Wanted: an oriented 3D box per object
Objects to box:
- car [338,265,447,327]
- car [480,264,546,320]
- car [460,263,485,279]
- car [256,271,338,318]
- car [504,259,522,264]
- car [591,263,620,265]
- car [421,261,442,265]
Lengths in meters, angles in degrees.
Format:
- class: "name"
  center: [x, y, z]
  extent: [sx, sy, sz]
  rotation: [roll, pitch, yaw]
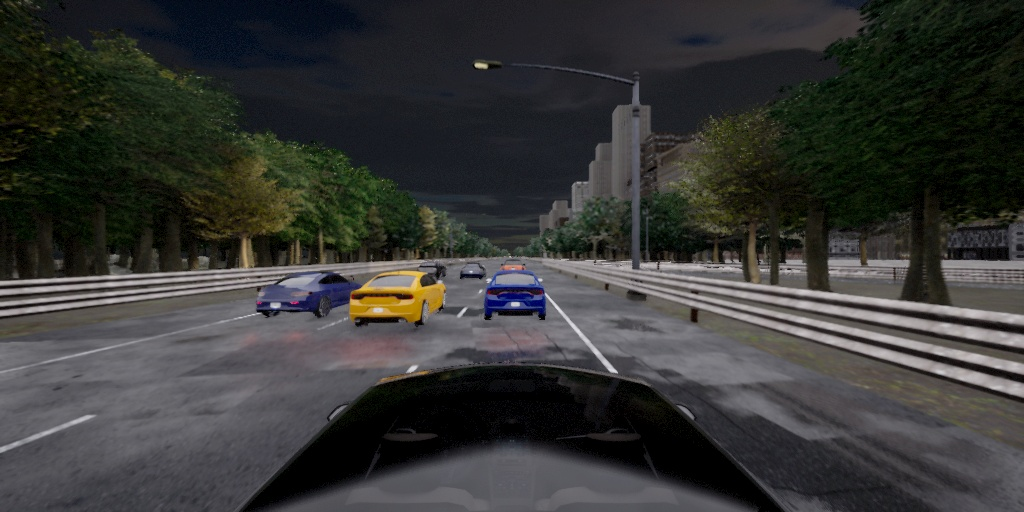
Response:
- class: "car"
  center: [-3.402, 1.222, 11.589]
  extent: [1.882, 1.535, 5.008]
  rotation: [0, 0, 0]
- class: "car"
  center: [0.099, 1.220, 12.678]
  extent: [1.882, 1.535, 5.008]
  rotation: [0, 0, 0]
- class: "car"
  center: [-3.407, 1.284, 31.869]
  extent: [1.994, 1.385, 4.181]
  rotation: [0, 0, 0]
- class: "car"
  center: [-6.903, 1.268, 12.769]
  extent: [1.812, 1.442, 4.674]
  rotation: [0, 0, 0]
- class: "car"
  center: [0.096, 1.073, 31.017]
  extent: [2.097, 1.767, 4.553]
  rotation: [0, 0, 0]
- class: "car"
  center: [14.863, 1.416, 57.532]
  extent: [1.895, 1.301, 4.718]
  rotation: [0, 1, -31]
- class: "car"
  center: [-6.908, 1.212, 31.219]
  extent: [2.128, 1.511, 4.902]
  rotation: [0, 0, 0]
